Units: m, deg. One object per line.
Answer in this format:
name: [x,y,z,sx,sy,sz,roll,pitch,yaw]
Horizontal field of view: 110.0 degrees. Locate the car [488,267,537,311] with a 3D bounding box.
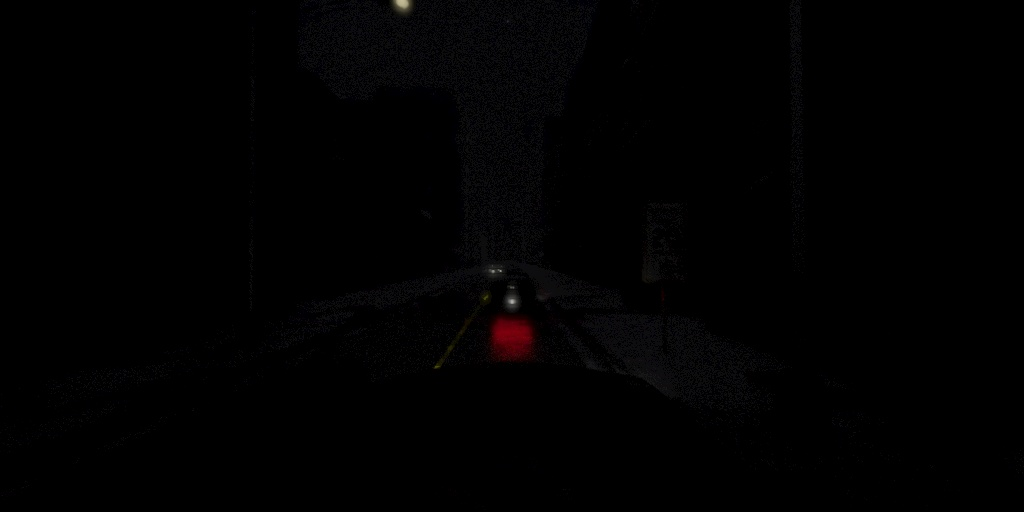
car: [0.023,1.397,15.349,1.837,1.490,4.892,0,0,0]

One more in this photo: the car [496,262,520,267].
car: [0.025,1.538,30.363,2.128,1.511,4.902,0,0,0]
